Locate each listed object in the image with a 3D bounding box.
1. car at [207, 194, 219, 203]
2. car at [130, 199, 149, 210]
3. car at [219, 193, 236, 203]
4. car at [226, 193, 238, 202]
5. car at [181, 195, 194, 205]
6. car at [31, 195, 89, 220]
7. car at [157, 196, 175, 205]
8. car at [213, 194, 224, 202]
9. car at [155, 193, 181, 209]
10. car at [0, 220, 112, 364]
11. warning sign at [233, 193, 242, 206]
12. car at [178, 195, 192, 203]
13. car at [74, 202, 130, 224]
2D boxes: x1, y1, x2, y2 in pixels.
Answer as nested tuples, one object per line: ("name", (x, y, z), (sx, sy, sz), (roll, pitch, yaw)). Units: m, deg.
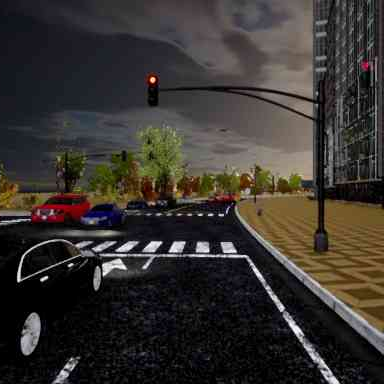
("car", (4.491, 1.570, 71.177), (1.994, 1.385, 4.181), (0, 0, 12))
("car", (-6.939, 1.560, 42.823), (1.994, 1.385, 4.181), (0, 0, 7))
("car", (7.608, 1.236, 70.055), (2.150, 2.045, 5.566), (0, 0, 12))
("car", (9.760, 1.242, 80.347), (2.150, 2.045, 5.566), (0, 0, 14))
("car", (-0.963, 1.604, 60.651), (1.895, 1.301, 4.718), (0, 0, 10))
("car", (-8.890, 1.217, 23.204), (2.150, 2.045, 5.566), (0, 0, 4))
("car", (-4.543, 1.491, 59.070), (2.128, 1.511, 4.902), (0, 0, 10))
("car", (6.454, 1.369, 80.486), (2.097, 1.767, 4.553), (0, 0, 14))
("car", (-3.418, 1.221, 44.865), (2.150, 2.045, 5.566), (0, 0, 8))
("car", (-3.014, 1.504, 5.846), (1.837, 1.490, 4.892), (0, 0, 1))
("warning sign", (6.538, 1.120, 48.170), (1.300, 1.860, 1.060), (0, 0, 8))
("car", (-1.568, 1.518, 74.419), (2.128, 1.511, 4.902), (0, 0, 11))
("car", (-5.725, 1.523, 21.782), (1.812, 1.442, 4.674), (0, 0, 4))
